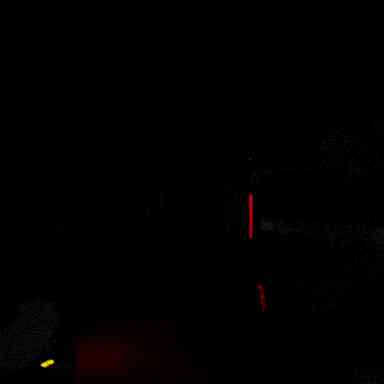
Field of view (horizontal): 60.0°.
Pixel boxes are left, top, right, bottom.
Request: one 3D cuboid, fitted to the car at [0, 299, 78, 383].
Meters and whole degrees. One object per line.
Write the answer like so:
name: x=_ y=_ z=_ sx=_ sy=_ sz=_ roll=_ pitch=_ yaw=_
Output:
car: x=-3.222 y=1.525 z=2.227 sx=4.674 sy=1.442 sz=1.812 roll=0 pitch=0 yaw=-35
